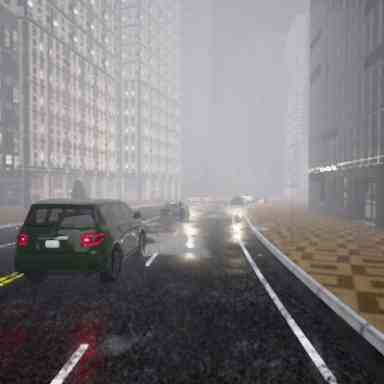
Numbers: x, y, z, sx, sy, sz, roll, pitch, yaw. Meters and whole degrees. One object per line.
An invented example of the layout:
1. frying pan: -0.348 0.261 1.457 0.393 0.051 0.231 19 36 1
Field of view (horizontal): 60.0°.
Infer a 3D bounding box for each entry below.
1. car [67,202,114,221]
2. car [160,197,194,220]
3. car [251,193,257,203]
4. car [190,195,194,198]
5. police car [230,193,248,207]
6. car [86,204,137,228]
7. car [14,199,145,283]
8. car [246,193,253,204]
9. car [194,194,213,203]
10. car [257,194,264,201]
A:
1. car: -8.146 1.530 27.238 1.895 1.301 4.718 0 0 7
2. car: -1.356 1.448 27.478 2.128 1.511 4.902 0 0 7
3. car: 11.255 1.194 67.091 2.150 2.045 5.566 0 0 17
4. car: 0.277 1.414 67.875 1.812 1.442 4.674 0 0 17
5. police car: 7.167 1.392 52.115 1.930 1.638 5.238 0 0 13
6. car: -5.359 1.549 22.876 1.895 1.301 4.718 0 0 6
7. car: -2.864 1.200 9.781 2.150 2.045 5.566 0 0 3
8. car: 9.586 1.494 61.450 1.812 1.442 4.674 0 0 16
9. car: 2.568 1.264 64.058 2.097 1.767 4.553 0 0 16
10. car: 16.437 1.520 84.824 1.895 1.301 4.718 1 0 20
